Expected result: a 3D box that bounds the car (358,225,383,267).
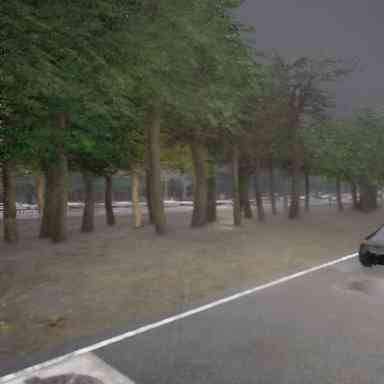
[{"bbox_3d":[7.082,1.636,10.823,4.181,1.385,1.994,0,-1,-44],"label":"car"}]
